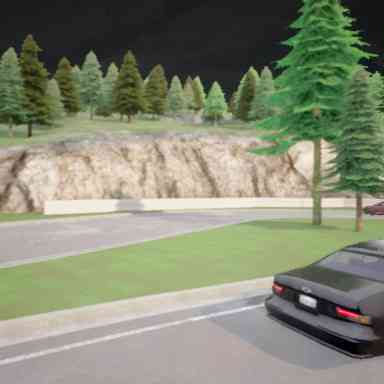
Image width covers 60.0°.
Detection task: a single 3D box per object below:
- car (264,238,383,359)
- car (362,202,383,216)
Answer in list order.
[{"bbox_3d":[3.779,1.552,5.766,5.357,1.411,2.033,0,0,-29],"label":"car"},{"bbox_3d":[18.019,1.583,31.081,4.181,1.385,1.994,0,0,39],"label":"car"}]
